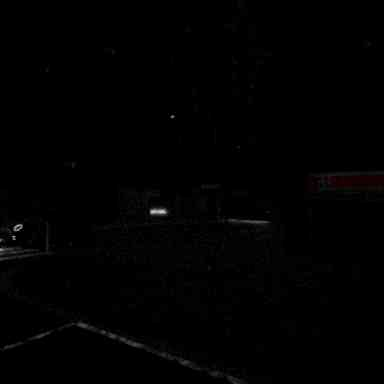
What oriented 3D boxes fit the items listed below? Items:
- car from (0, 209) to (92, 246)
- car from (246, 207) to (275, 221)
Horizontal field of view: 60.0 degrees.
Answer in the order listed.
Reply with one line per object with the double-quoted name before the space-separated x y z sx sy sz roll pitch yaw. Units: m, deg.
"car" -7.535 1.689 17.248 2.097 1.767 4.553 -1 -2 36
"car" 8.118 2.521 38.946 1.837 1.490 4.892 -1 -2 36
